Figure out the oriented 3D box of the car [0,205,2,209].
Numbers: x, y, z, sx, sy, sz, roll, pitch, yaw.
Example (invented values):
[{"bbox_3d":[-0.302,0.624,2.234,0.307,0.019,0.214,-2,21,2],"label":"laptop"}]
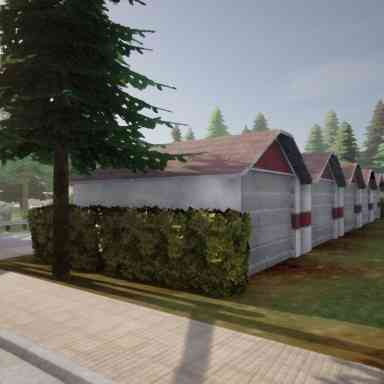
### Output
[{"bbox_3d":[-28.551,2.256,48.131,2.097,1.767,4.553,-1,-1,36],"label":"car"}]
